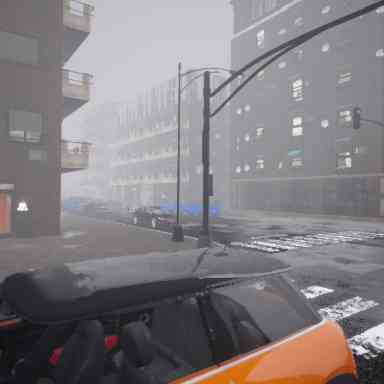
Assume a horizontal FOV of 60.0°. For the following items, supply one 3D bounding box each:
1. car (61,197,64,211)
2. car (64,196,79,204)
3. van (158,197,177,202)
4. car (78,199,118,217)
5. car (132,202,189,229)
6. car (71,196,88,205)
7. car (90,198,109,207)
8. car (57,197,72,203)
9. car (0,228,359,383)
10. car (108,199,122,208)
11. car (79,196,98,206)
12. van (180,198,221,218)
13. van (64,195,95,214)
[{"bbox_3d":[-15.111,1.581,40.024,2.008,1.369,4.403,1,-1,-35],"label":"car"},{"bbox_3d":[-24.502,1.614,67.525,1.967,1.590,4.097,1,-1,-35],"label":"car"},{"bbox_3d":[-2.270,1.450,35.288,1.690,1.788,3.998,1,-1,-35],"label":"van"},{"bbox_3d":[-8.759,1.592,30.813,1.802,1.307,4.206,1,-1,-35],"label":"car"},{"bbox_3d":[-2.407,1.540,21.603,2.008,1.369,4.403,1,-1,-35],"label":"car"},{"bbox_3d":[-21.326,1.606,62.920,1.967,1.590,4.097,1,-1,-35],"label":"car"},{"bbox_3d":[-14.976,1.730,53.708,1.802,1.307,4.206,1,-1,-35],"label":"car"},{"bbox_3d":[-27.679,1.727,72.130,1.887,1.381,4.507,1,-1,-35],"label":"car"},{"bbox_3d":[-0.842,1.351,2.346,4.553,1.767,2.097,0,0,-35],"label":"car"},{"bbox_3d":[-11.800,1.683,49.103,1.887,1.381,4.507,1,-1,-35],"label":"car"},{"bbox_3d":[-18.150,1.597,58.314,1.967,1.590,4.097,1,-1,-35],"label":"car"},{"bbox_3d":[0.906,1.439,30.683,1.690,1.788,3.998,1,-1,-35],"label":"van"},{"bbox_3d":[-11.933,1.361,35.420,1.690,1.788,3.998,1,-1,-35],"label":"van"}]
